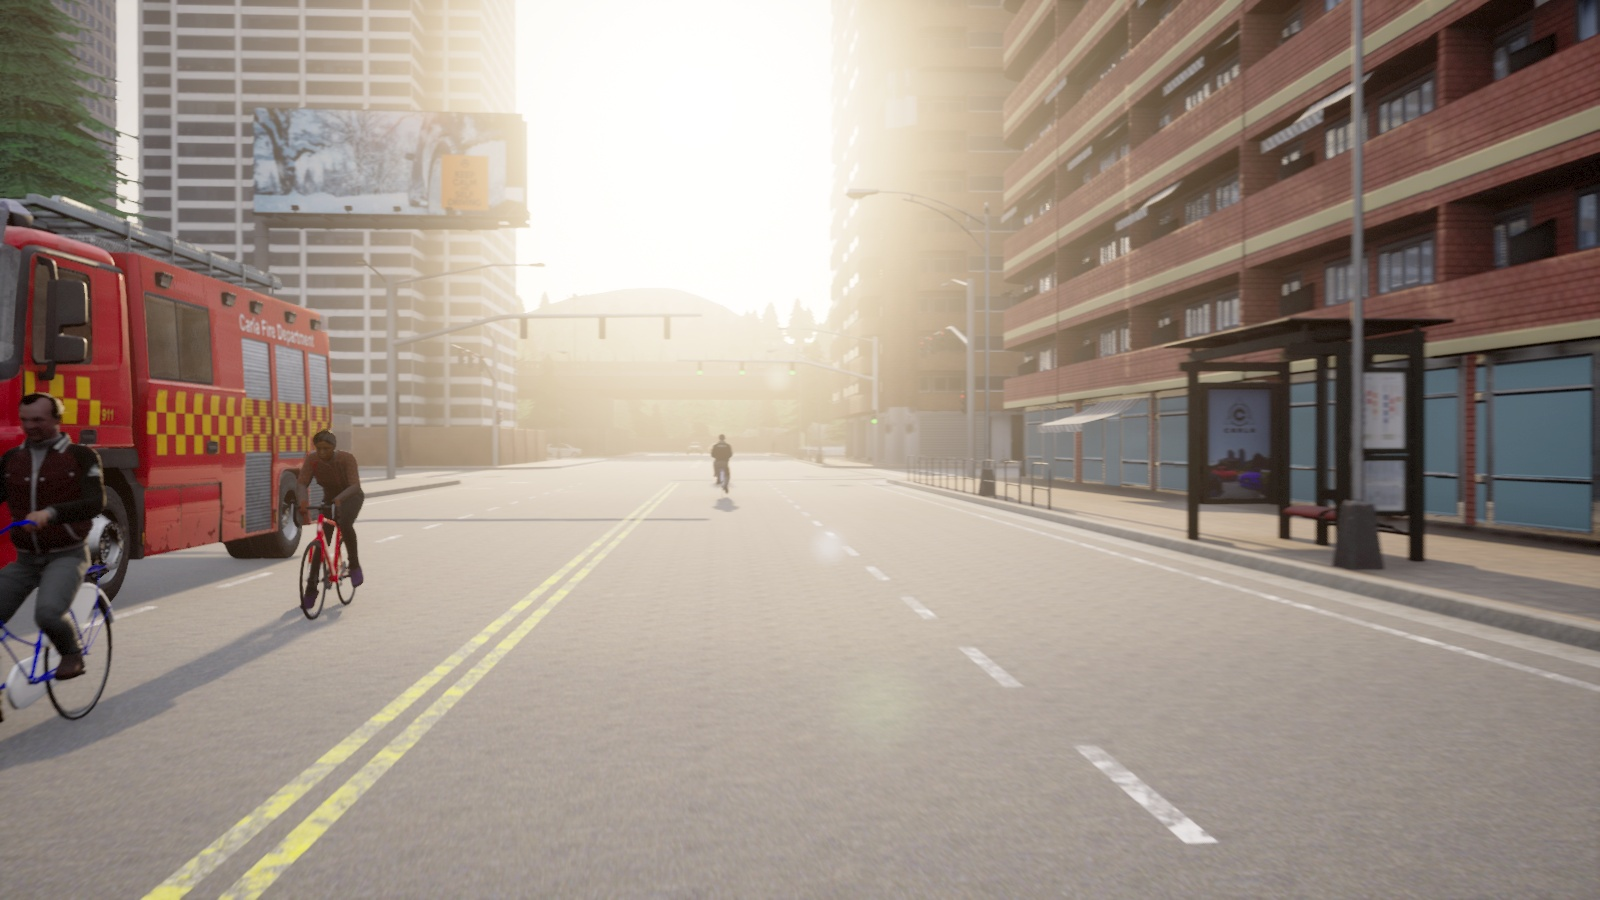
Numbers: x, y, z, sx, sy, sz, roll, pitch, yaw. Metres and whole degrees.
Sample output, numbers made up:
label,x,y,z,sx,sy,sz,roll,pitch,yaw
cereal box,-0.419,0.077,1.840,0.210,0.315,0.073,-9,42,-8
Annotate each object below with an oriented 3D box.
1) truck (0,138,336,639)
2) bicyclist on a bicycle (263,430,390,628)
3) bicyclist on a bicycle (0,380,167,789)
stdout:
label,x,y,z,sx,sy,sz,roll,pitch,yaw
truck,-7.804,-0.490,13.571,2.891,3.827,8.468,0,0,-3
bicyclist on a bicycle,-4.147,0.640,11.108,0.582,1.620,1.656,0,1,-3
bicyclist on a bicycle,-3.844,0.584,6.142,0.659,1.776,1.843,0,0,-3
